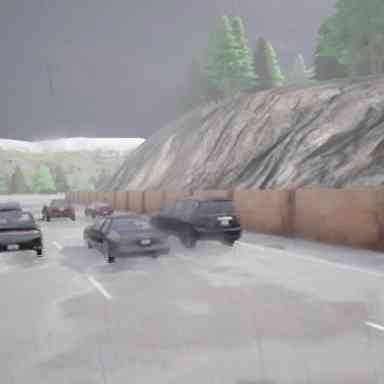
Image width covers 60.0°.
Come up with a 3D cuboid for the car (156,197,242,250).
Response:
[{"bbox_3d":[-0.045,1.237,14.864,2.150,2.045,5.566,0,0,-29],"label":"car"}]

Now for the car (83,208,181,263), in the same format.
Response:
[{"bbox_3d":[-2.597,1.557,12.239,2.033,1.411,5.357,0,0,-29],"label":"car"}]

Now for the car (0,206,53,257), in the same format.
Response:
[{"bbox_3d":[-6.691,1.497,12.434,2.128,1.511,4.902,0,0,-29],"label":"car"}]

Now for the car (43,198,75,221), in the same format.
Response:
[{"bbox_3d":[-10.928,1.366,27.149,2.097,1.767,4.553,0,0,-29],"label":"car"}]

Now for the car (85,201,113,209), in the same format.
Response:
[{"bbox_3d":[-8.249,1.545,29.540,1.812,1.442,4.674,0,0,-29],"label":"car"}]

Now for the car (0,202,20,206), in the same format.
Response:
[{"bbox_3d":[-14.033,1.516,25.531,1.837,1.490,4.892,0,0,-29],"label":"car"}]
